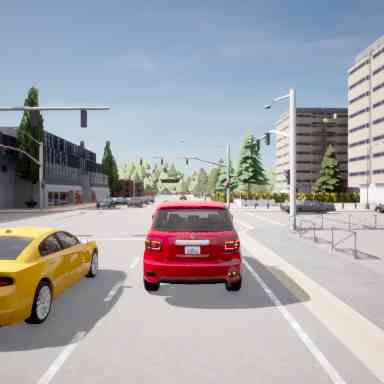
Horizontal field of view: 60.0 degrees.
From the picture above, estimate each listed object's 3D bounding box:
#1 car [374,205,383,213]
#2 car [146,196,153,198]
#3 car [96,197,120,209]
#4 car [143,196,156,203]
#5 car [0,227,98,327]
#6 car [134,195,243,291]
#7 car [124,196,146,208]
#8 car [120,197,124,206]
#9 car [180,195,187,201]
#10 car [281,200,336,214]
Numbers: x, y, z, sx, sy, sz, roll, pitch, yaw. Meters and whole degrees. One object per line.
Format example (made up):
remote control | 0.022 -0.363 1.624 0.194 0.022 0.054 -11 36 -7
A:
car | 22.166 1.551 34.906 5.357 1.411 2.033 0 0 -2
car | -8.649 1.498 59.511 2.128 1.511 4.902 0 0 -1
car | -11.794 1.496 45.880 2.128 1.511 4.902 0 0 -2
car | -8.863 1.547 69.875 2.033 1.411 5.357 0 0 -2
car | -3.478 1.478 7.146 1.882 1.535 5.008 0 0 0
car | 0.016 1.222 9.133 2.150 2.045 5.566 0 0 0
car | -8.391 1.510 49.301 1.837 1.490 4.892 0 0 -2
car | -12.064 1.553 56.132 2.033 1.411 5.357 0 0 -1
car | -2.338 1.533 87.215 1.812 1.442 4.674 0 0 -2
car | 12.083 1.551 34.602 5.357 1.411 2.033 0 0 -2
